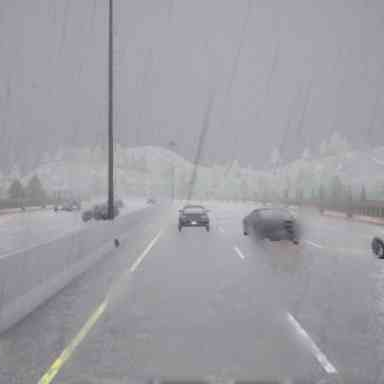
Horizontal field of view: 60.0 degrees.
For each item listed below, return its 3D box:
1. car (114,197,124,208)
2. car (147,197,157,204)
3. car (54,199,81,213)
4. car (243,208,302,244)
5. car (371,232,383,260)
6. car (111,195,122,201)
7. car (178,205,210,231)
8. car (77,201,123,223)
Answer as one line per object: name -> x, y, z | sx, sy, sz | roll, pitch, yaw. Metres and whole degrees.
car -> -10.550, 1.624, 45.359 | 2.033, 1.411, 5.357 | 0, 0, 0
car -> -8.003, 1.720, 66.648 | 2.033, 1.411, 5.357 | 0, 0, -9
car -> -14.070, 1.546, 37.891 | 2.128, 1.511, 4.902 | 0, 0, 0
car -> 3.609, 1.486, 15.756 | 1.882, 1.535, 5.008 | 0, 0, 0
car -> 7.105, 1.529, 9.560 | 1.812, 1.442, 4.674 | 0, 0, 0
car -> -17.856, 1.408, 78.159 | 2.033, 1.411, 5.357 | 0, 0, -17
car -> 0.111, 1.542, 20.769 | 1.812, 1.442, 4.674 | 0, 0, 0
car -> -7.084, 1.625, 26.065 | 1.895, 1.301, 4.718 | 0, 0, 0
